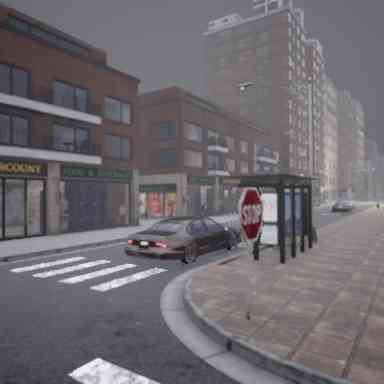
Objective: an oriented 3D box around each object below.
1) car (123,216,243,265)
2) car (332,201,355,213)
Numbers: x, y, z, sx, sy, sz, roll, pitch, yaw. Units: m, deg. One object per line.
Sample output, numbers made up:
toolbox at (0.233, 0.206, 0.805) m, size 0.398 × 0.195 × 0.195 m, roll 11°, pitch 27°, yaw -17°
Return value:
car at (-0.056, 1.595, 12.039) m, size 2.033 × 1.411 × 5.357 m, roll -1°, pitch -1°, yaw 33°
car at (17.874, 1.689, 39.201) m, size 1.994 × 1.385 × 4.181 m, roll -1°, pitch -1°, yaw 33°
